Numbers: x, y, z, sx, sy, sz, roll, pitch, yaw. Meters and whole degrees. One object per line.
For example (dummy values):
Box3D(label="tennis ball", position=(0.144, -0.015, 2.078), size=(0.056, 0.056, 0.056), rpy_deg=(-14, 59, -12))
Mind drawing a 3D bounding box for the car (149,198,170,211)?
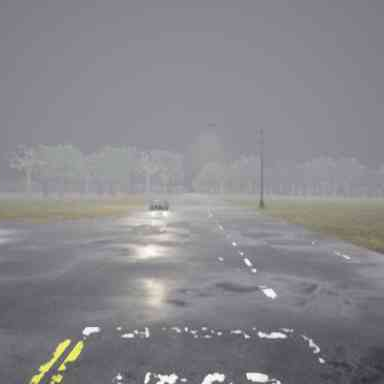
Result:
Box3D(label="car", position=(-3.516, 1.389, 36.648), size=(1.994, 1.385, 4.181), rpy_deg=(0, 0, 0))
